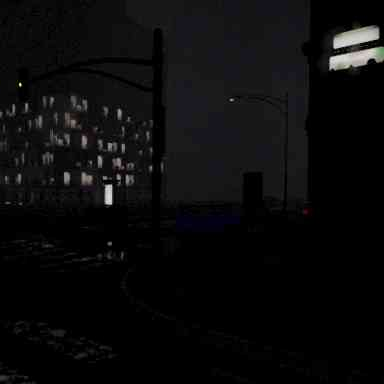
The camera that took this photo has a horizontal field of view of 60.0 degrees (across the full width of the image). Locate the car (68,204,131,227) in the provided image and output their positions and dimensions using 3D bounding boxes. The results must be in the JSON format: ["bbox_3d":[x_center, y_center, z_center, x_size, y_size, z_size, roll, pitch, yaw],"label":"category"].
[{"bbox_3d":[-5.939,1.463,21.835,1.947,1.339,4.313,1,1,35],"label":"car"}]

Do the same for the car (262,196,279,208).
[{"bbox_3d":[10.094,1.289,44.377,1.967,1.590,4.097,1,1,35],"label":"car"}]

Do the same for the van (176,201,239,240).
[{"bbox_3d":[0.893,1.366,16.976,1.690,1.788,3.998,1,1,35],"label":"van"}]

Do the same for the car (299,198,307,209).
[{"bbox_3d":[15.651,1.439,42.301,1.837,1.490,4.892,1,1,36],"label":"car"}]

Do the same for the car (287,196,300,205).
[{"bbox_3d":[16.408,1.359,53.257,1.752,1.417,4.829,1,1,35],"label":"car"}]

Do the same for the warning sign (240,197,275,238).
[{"bbox_3d":[3.174,1.175,16.082,1.300,1.860,1.060,1,1,35],"label":"warning sign"}]
